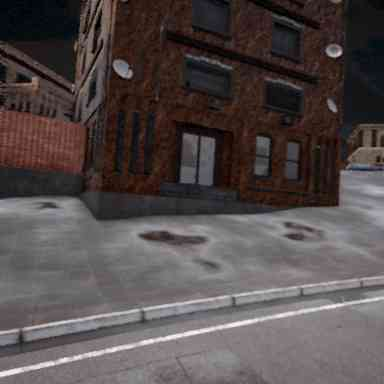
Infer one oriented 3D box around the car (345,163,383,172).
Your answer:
[{"bbox_3d":[20.910,-2.722,40.175,4.553,1.767,2.185,2,-3,16],"label":"car"}]
